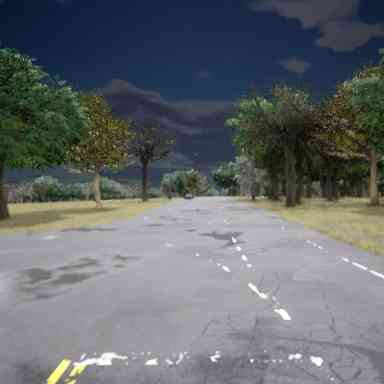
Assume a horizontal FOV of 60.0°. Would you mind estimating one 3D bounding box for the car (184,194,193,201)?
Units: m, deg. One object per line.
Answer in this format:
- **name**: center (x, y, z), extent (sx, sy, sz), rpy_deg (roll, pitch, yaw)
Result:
- **car**: center (-0.738, 1.070, 71.045), extent (2.033, 1.411, 5.357), rpy_deg (-1, 1, 2)
